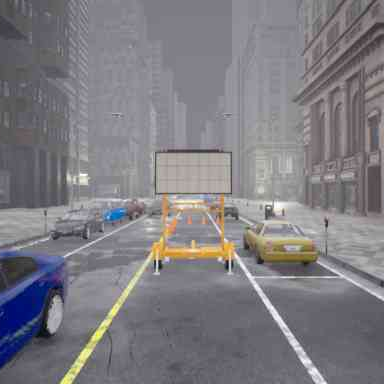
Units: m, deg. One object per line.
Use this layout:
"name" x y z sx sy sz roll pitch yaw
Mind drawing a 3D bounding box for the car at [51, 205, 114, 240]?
"car" -5.687 1.562 16.995 2.008 1.369 4.403 0 0 0

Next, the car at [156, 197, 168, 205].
"car" -5.488 1.586 61.199 1.887 1.381 4.507 0 0 0

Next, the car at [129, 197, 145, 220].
"car" -5.636 1.333 28.047 2.192 1.841 5.009 0 0 0

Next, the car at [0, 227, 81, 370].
"car" -3.083 1.480 3.762 1.882 1.535 5.008 0 0 0

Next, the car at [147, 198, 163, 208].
"car" -5.537 1.578 50.148 1.887 1.381 4.507 0 0 0

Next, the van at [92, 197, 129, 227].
"van" -5.661 1.355 22.521 1.690 1.788 3.998 0 0 0

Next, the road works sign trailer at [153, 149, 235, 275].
"road works sign trailer" 0.049 0.471 10.467 2.380 3.560 2.880 0 0 0

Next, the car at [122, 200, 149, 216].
"car" -5.612 1.566 33.572 1.887 1.381 4.507 0 0 0

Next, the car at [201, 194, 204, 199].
"car" 3.067 1.586 61.140 1.887 1.381 4.507 0 0 0

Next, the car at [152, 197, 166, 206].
"car" -5.512 1.581 55.673 1.887 1.381 4.507 0 0 0

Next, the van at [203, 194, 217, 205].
"van" 3.014 1.374 50.091 1.690 1.788 3.998 0 0 0

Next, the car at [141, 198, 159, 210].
"car" -5.563 1.554 44.453 1.752 1.417 4.829 0 0 0

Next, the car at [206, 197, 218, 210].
"car" 2.959 1.607 39.040 1.802 1.307 4.206 0 0 0

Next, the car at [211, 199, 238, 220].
"car" 2.905 1.569 27.991 2.008 1.369 4.403 0 0 0

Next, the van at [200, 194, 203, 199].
"van" 3.095 1.387 66.665 1.690 1.788 3.998 0 0 0

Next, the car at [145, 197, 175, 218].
"car" -2.856 1.523 30.500 1.837 1.490 4.892 0 0 0

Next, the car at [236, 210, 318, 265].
"car" 2.825 1.533 11.586 1.752 1.417 4.829 0 0 0
